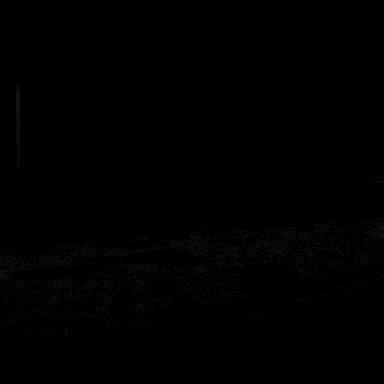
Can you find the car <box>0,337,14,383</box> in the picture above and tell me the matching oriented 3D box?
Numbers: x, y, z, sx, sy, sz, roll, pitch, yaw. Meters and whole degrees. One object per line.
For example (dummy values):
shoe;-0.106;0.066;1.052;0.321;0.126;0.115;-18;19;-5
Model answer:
car;-3.313;1.478;1.006;5.008;1.535;1.882;0;0;-36
